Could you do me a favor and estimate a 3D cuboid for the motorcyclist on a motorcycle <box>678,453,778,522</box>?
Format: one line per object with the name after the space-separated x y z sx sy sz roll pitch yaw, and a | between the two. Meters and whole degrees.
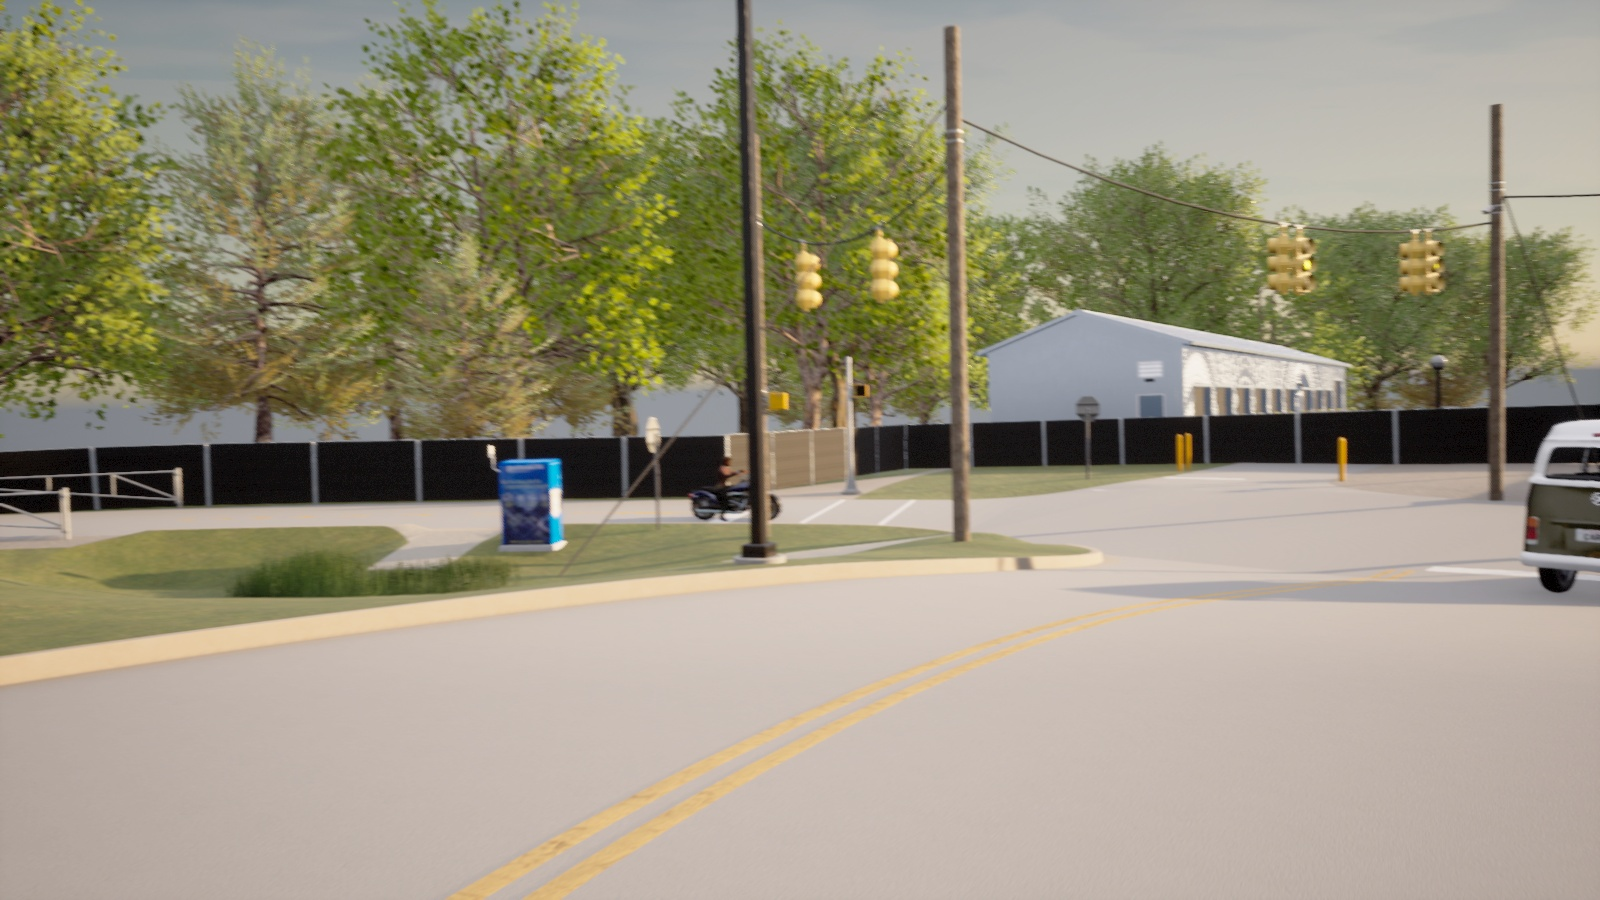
-1.779 0.917 31.110 2.350 1.649 0.766 0 3 12 | motorcyclist on a motorcycle

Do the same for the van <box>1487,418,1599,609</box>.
10.294 0.660 14.908 4.480 2.038 2.069 -1 2 -37 | van
